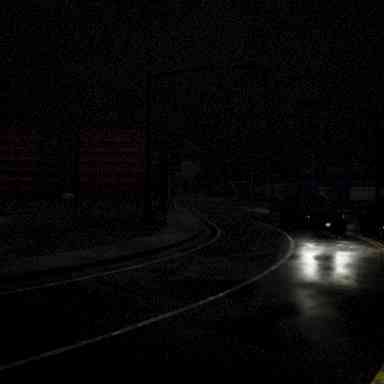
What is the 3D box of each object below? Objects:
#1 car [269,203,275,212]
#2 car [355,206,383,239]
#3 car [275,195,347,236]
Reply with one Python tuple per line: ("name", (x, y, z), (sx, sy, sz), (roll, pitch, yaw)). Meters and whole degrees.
("car", (9.467, 1.587, 34.646), (1.895, 1.301, 4.718), (0, 0, -4))
("car", (10.206, 1.469, 17.331), (1.882, 1.535, 5.008), (1, 0, 8))
("car", (6.584, 1.213, 18.776), (2.150, 2.045, 5.566), (0, 0, 0))
